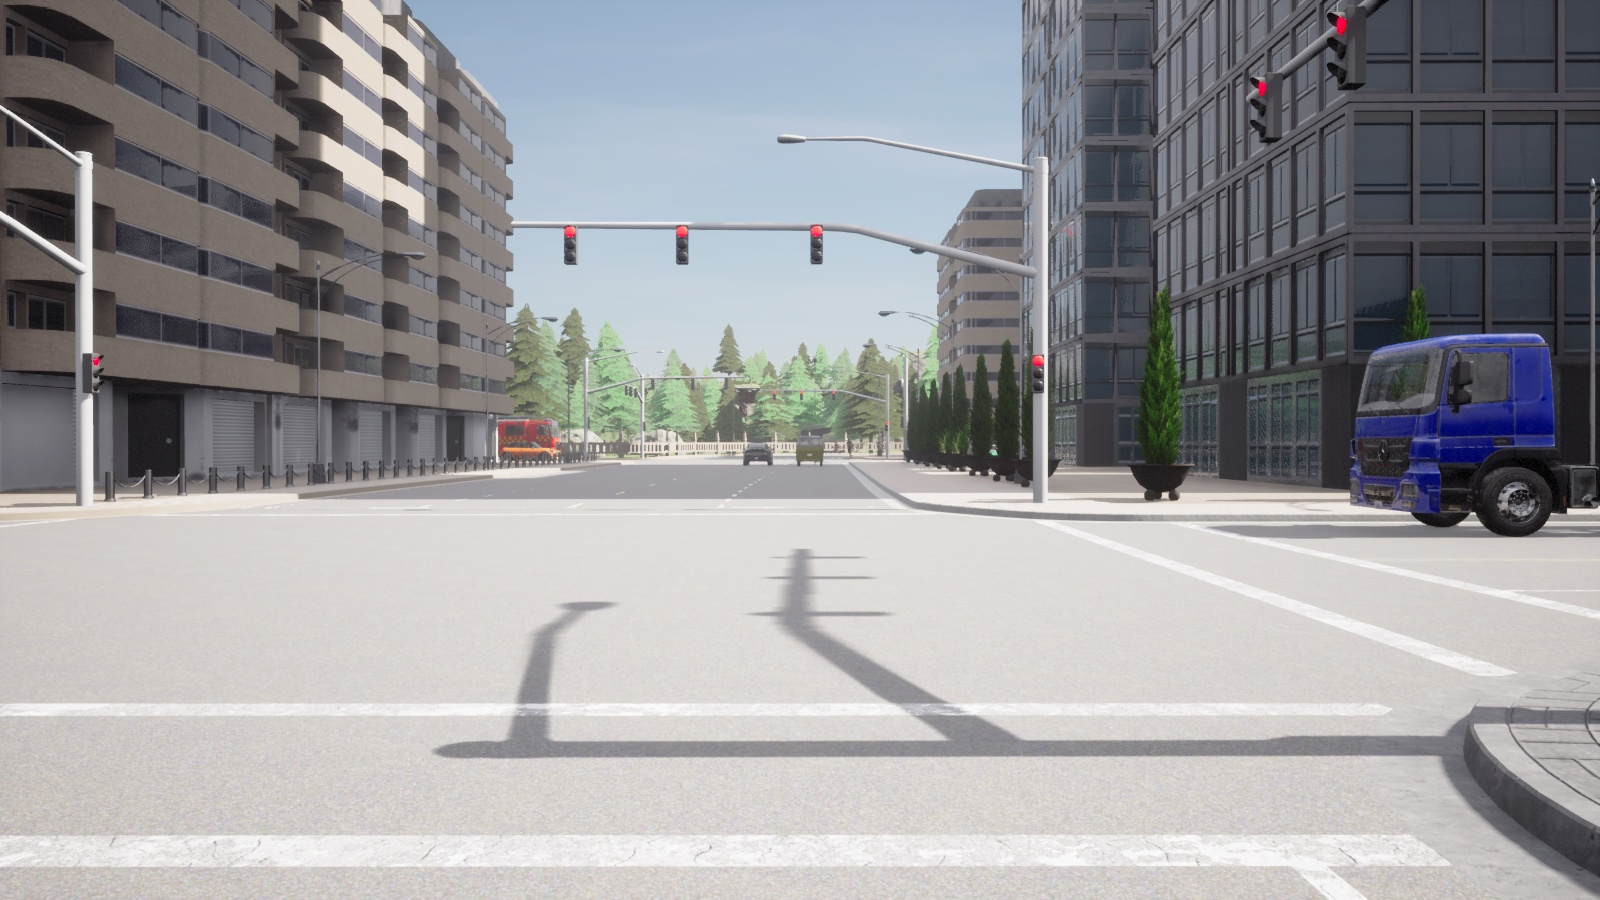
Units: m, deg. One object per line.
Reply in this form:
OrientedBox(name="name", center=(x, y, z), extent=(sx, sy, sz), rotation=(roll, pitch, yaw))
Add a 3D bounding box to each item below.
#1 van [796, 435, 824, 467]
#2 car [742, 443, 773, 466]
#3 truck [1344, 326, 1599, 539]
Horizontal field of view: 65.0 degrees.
OrientedBox(name="van", center=(0.655, 0.041, 81.252), extent=(1.775, 1.987, 4.442), rotation=(0, 0, 1))
OrientedBox(name="car", center=(-2.794, 0.274, 84.086), extent=(1.837, 1.490, 4.892), rotation=(0, 0, 1))
OrientedBox(name="truck", center=(14.035, -0.292, 21.786), extent=(7.936, 3.462, 2.891), rotation=(0, 0, 1))
